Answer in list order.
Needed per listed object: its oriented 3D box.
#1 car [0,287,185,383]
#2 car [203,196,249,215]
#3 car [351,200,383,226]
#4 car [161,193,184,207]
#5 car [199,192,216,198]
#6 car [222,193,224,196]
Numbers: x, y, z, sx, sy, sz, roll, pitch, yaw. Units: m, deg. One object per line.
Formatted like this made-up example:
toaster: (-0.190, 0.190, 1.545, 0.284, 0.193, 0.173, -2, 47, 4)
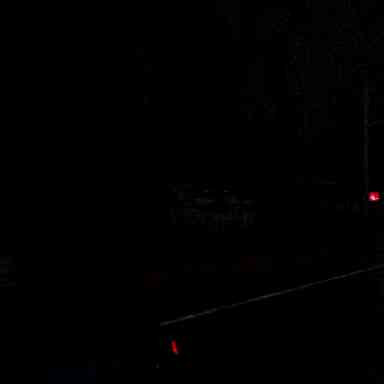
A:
car: (-2.099, 1.564, 2.487, 4.181, 1.385, 1.994, 0, 0, -35)
car: (3.673, 1.491, 34.060, 1.882, 1.535, 5.008, 0, 0, -37)
car: (12.860, 1.366, 21.442, 2.097, 1.767, 4.553, 0, 0, -33)
car: (-3.692, 1.366, 50.066, 2.097, 1.767, 4.553, 0, 0, -35)
car: (4.889, 1.109, 92.279, 1.932, 1.855, 4.605, 0, 0, -37)
car: (6.976, 1.089, 94.342, 1.905, 1.878, 3.866, 0, 0, -37)
